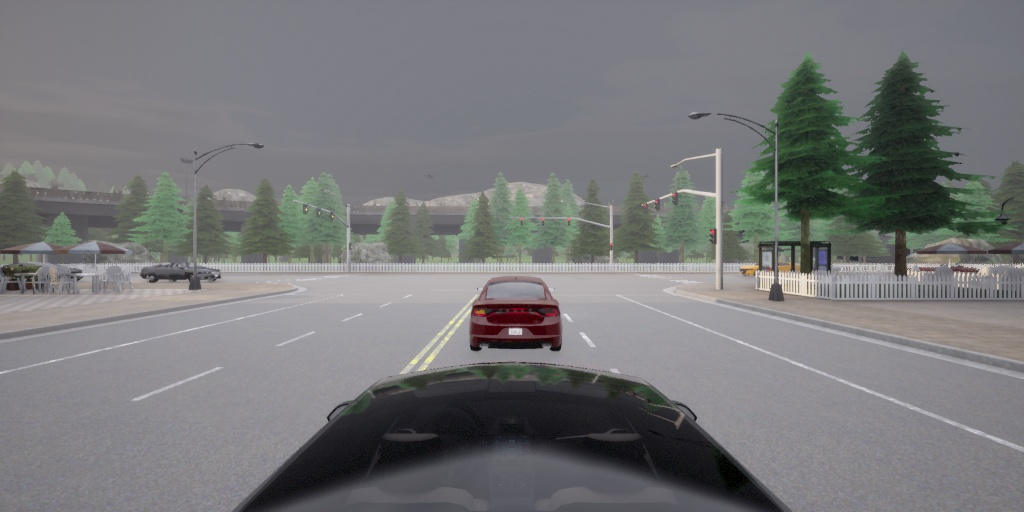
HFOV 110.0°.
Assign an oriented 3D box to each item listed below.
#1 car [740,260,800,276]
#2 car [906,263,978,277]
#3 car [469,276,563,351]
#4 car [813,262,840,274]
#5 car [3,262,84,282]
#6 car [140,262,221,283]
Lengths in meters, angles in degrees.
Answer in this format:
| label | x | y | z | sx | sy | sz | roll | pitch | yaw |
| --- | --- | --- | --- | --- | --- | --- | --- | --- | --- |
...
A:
| label | x | y | z | sx | sy | sz | roll | pitch | yaw |
| --- | --- | --- | --- | --- | --- | --- | --- | --- | --- |
| car | 23.806 | 1.172 | 33.148 | 5.008 | 1.535 | 1.882 | 0 | 0 | 1 |
| car | 38.772 | 1.295 | 32.640 | 4.718 | 1.301 | 1.895 | 0 | 0 | 7 |
| car | 0.100 | 1.228 | 9.014 | 1.882 | 1.535 | 5.008 | 0 | 0 | 1 |
| car | 30.314 | 1.295 | 36.564 | 4.718 | 1.301 | 1.895 | 0 | 0 | 1 |
| car | -34.536 | 1.172 | 26.171 | 5.008 | 1.535 | 1.882 | 0 | 0 | -3 |
| car | -24.146 | 1.186 | 26.259 | 4.902 | 1.511 | 2.128 | 0 | 0 | -2 |
